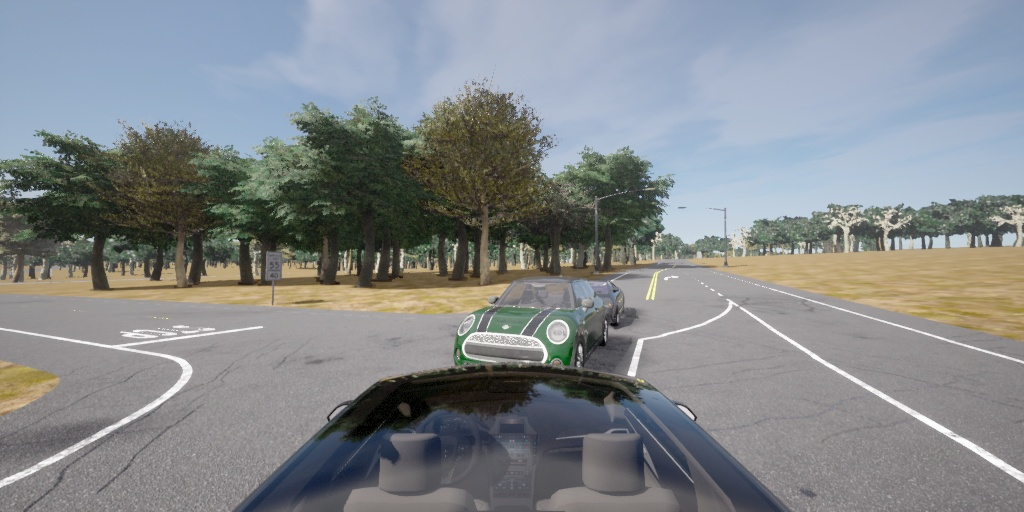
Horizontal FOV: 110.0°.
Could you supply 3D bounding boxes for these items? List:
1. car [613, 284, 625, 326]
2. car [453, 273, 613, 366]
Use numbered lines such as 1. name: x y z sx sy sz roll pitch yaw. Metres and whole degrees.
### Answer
1. car: 2.901 1.554 12.901 1.994 1.385 4.181 -2 0 22
2. car: 0.678 1.222 7.468 2.097 1.767 4.553 -1 -2 22
